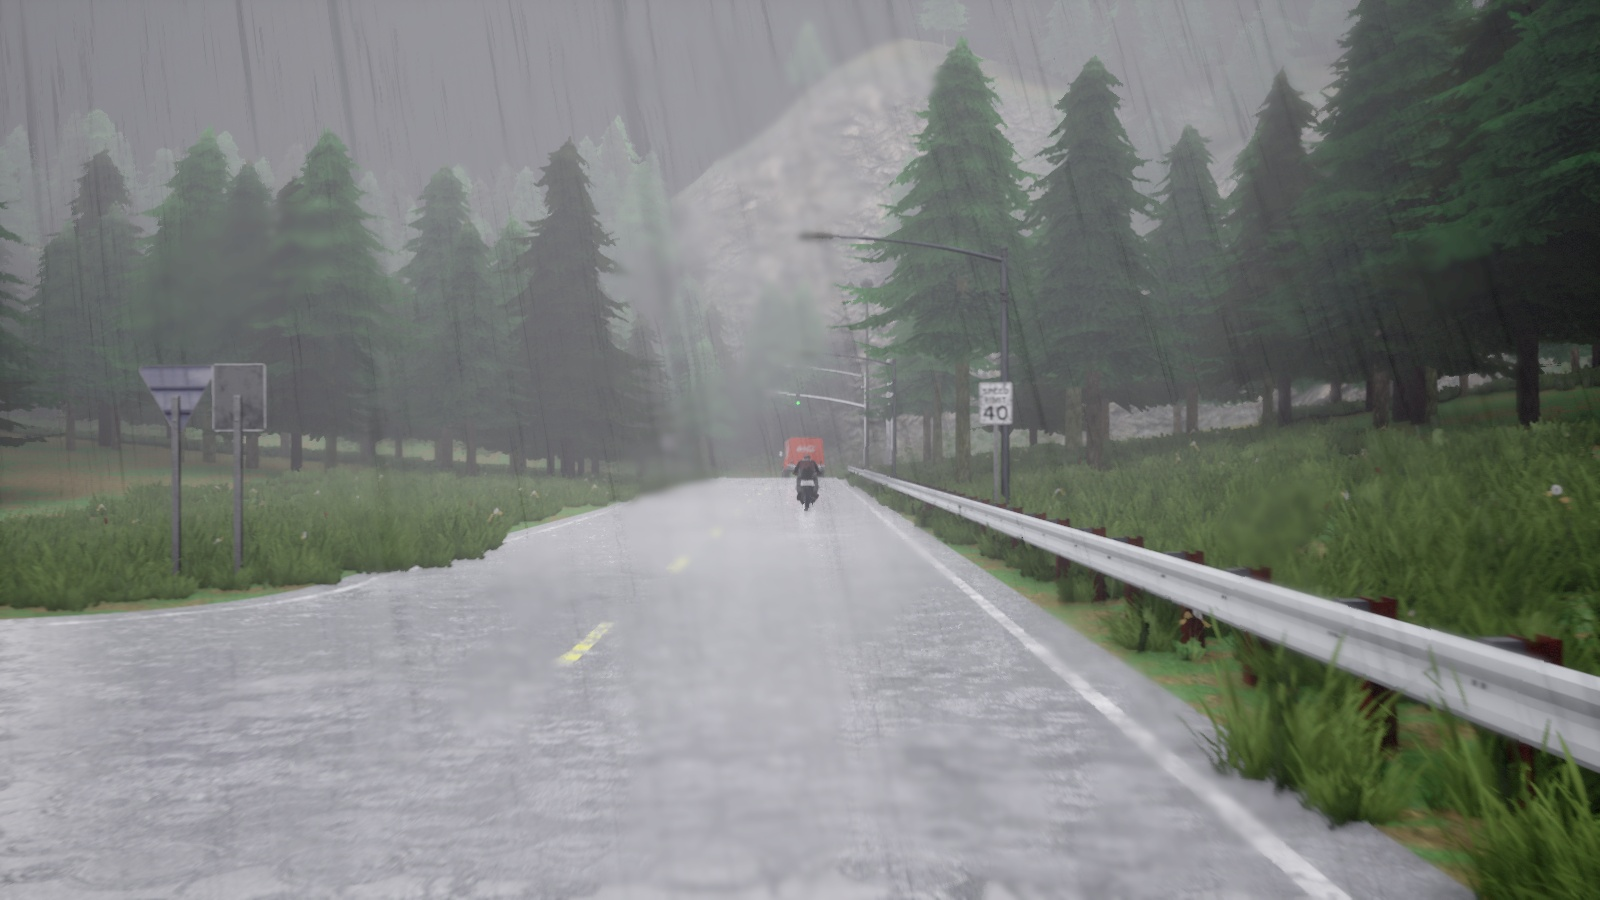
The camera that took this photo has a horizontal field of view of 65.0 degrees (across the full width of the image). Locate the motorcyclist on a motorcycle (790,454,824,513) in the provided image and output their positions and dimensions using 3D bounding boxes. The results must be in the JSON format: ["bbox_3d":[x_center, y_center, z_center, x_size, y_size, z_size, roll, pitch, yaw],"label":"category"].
[{"bbox_3d":[0.192,0.878,34.035,0.866,1.530,2.191,0,0,0],"label":"motorcyclist on a motorcycle"}]

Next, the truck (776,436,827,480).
[{"bbox_3d":[0.056,0.561,80.668,2.627,2.467,5.204,1,-4,-7],"label":"truck"}]
